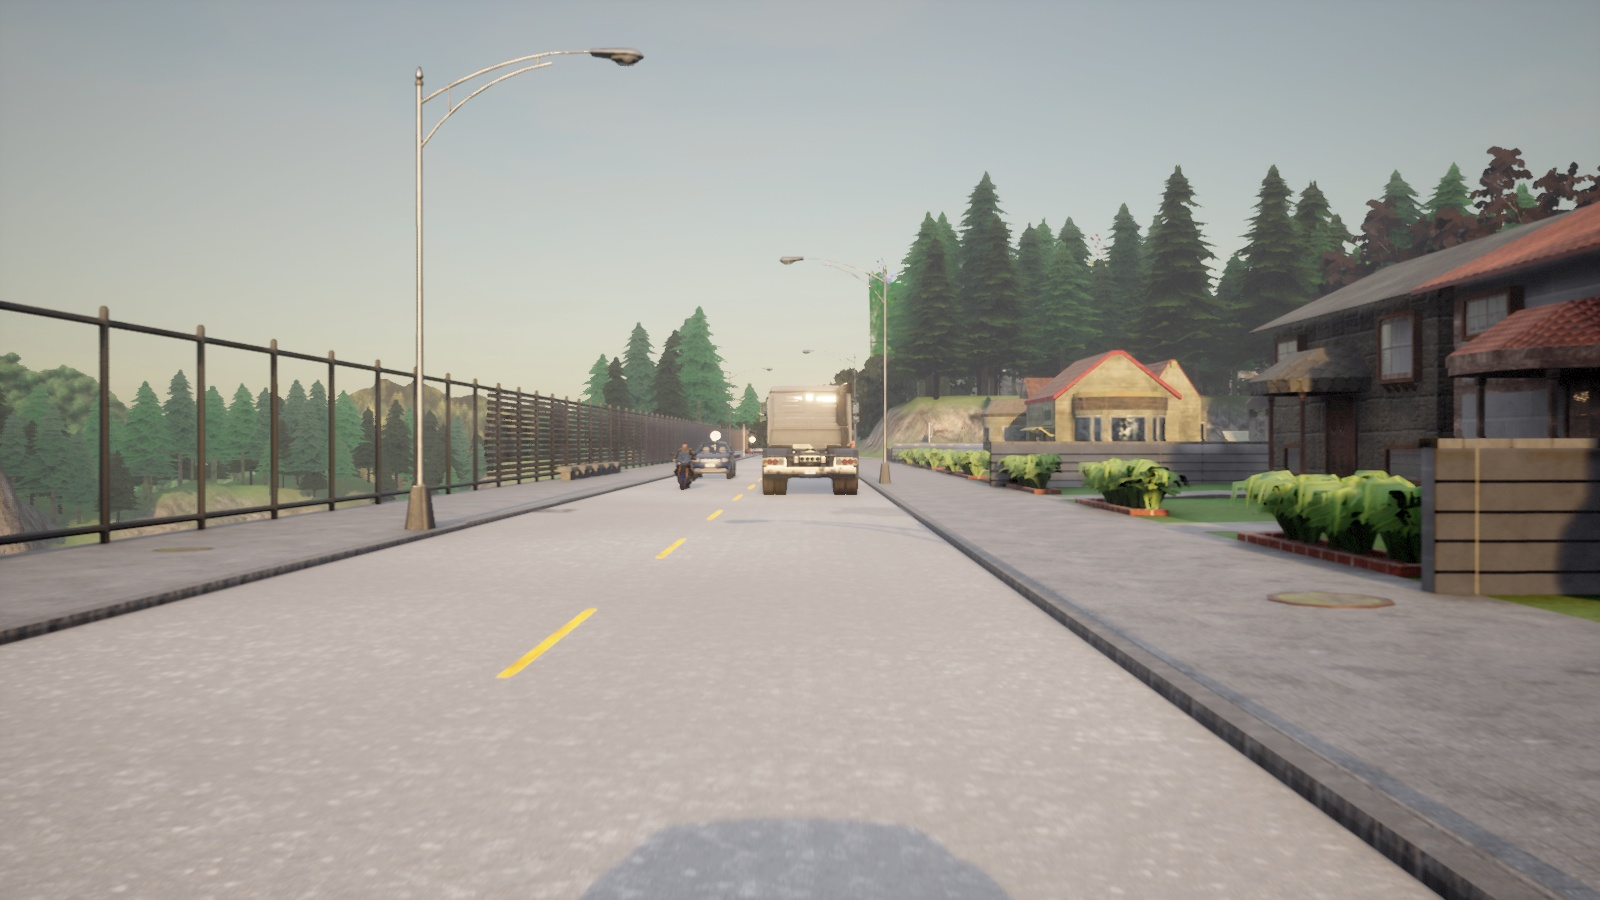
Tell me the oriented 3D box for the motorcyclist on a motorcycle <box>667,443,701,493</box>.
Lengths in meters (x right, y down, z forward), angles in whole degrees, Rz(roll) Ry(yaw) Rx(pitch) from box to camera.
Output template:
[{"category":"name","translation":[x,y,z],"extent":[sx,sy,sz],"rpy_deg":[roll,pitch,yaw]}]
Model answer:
[{"category":"motorcyclist on a motorcycle","translation":[-3.695,0.552,40.202],"extent":[0.866,1.530,2.191],"rpy_deg":[0,0,0]}]

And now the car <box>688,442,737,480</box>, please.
[{"category":"car","translation":[-3.606,0.427,52.325],"extent":[1.789,1.549,3.705],"rpy_deg":[0,0,0]}]

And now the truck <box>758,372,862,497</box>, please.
[{"category":"truck","translation":[0.296,-0.454,38.858],"extent":[2.891,3.462,7.936],"rpy_deg":[0,0,0]}]
